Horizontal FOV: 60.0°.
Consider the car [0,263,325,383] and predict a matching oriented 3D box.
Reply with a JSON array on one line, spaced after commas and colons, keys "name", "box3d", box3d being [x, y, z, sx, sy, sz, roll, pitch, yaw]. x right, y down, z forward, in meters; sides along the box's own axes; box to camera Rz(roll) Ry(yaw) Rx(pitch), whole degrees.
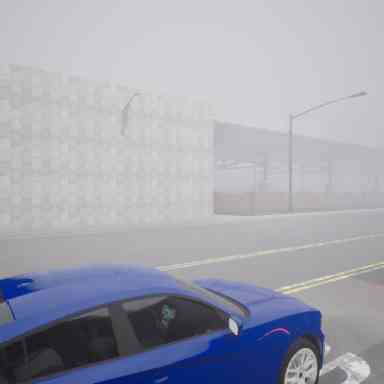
[{"name": "car", "box3d": [-0.712, 1.478, 3.242, 5.008, 1.535, 1.882, 0, 0, -36]}]
